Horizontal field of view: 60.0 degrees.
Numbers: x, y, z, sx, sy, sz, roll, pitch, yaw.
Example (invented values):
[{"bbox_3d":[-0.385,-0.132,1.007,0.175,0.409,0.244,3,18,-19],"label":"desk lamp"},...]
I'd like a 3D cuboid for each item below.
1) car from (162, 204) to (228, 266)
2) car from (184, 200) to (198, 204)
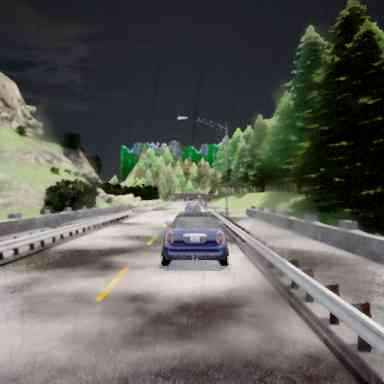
[{"bbox_3d":[0.097,1.492,12.297,2.097,1.767,4.553,0,-1,0],"label":"car"},{"bbox_3d":[0.103,1.999,39.708,2.033,1.411,5.357,0,-1,0],"label":"car"}]
